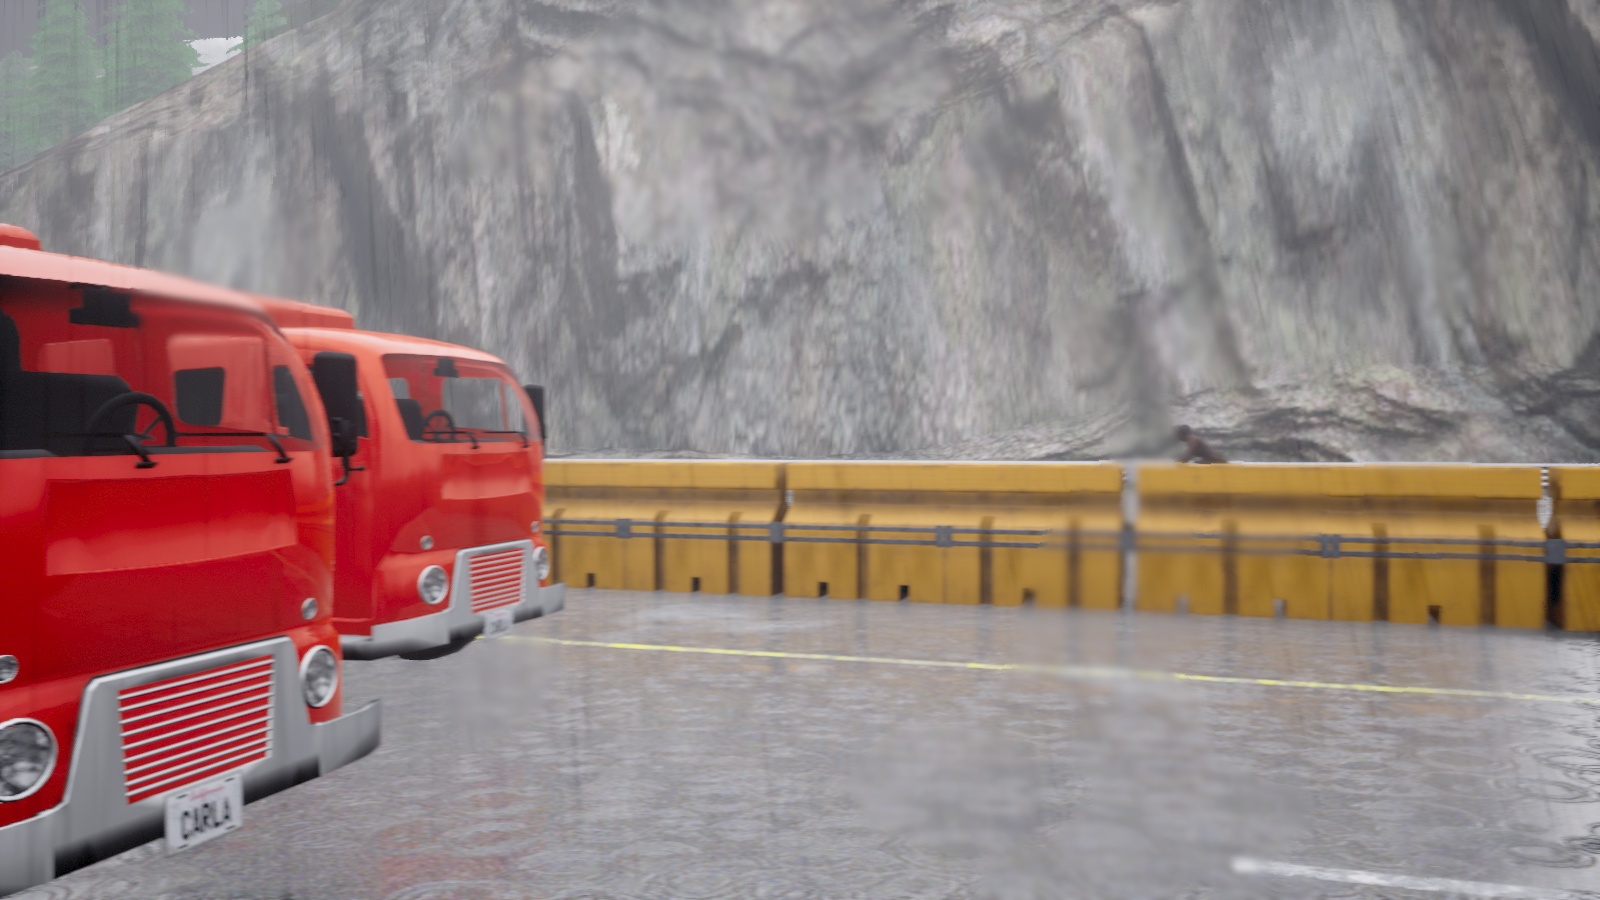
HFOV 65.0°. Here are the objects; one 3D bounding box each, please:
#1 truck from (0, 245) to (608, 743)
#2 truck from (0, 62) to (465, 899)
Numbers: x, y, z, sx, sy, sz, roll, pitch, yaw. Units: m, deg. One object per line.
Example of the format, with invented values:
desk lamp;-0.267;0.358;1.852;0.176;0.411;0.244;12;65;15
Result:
truck;-4.221;0.195;8.294;5.204;2.467;2.627;0;1;19
truck;-4.231;0.254;4.605;5.204;2.467;2.627;0;1;19
